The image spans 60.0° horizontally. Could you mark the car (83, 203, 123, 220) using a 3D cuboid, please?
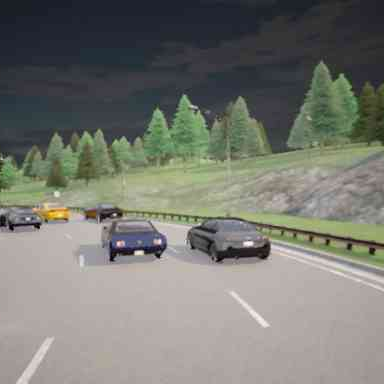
[{"bbox_3d":[-7.677,1.682,28.340,1.882,1.535,5.008,0,0,-39],"label":"car"}]

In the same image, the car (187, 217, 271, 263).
[{"bbox_3d":[1.213,1.626,12.496,1.994,1.385,4.181,0,0,-17],"label":"car"}]

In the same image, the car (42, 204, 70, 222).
[{"bbox_3d":[-11.991,1.706,28.016,1.882,1.535,5.008,0,-1,-42],"label":"car"}]

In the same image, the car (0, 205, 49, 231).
[{"bbox_3d":[-11.679,1.743,22.469,2.033,1.411,5.357,0,0,-39],"label":"car"}]

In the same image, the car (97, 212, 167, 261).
[{"bbox_3d":[-2.434,1.687,12.810,1.895,1.301,4.718,0,0,-19],"label":"car"}]
